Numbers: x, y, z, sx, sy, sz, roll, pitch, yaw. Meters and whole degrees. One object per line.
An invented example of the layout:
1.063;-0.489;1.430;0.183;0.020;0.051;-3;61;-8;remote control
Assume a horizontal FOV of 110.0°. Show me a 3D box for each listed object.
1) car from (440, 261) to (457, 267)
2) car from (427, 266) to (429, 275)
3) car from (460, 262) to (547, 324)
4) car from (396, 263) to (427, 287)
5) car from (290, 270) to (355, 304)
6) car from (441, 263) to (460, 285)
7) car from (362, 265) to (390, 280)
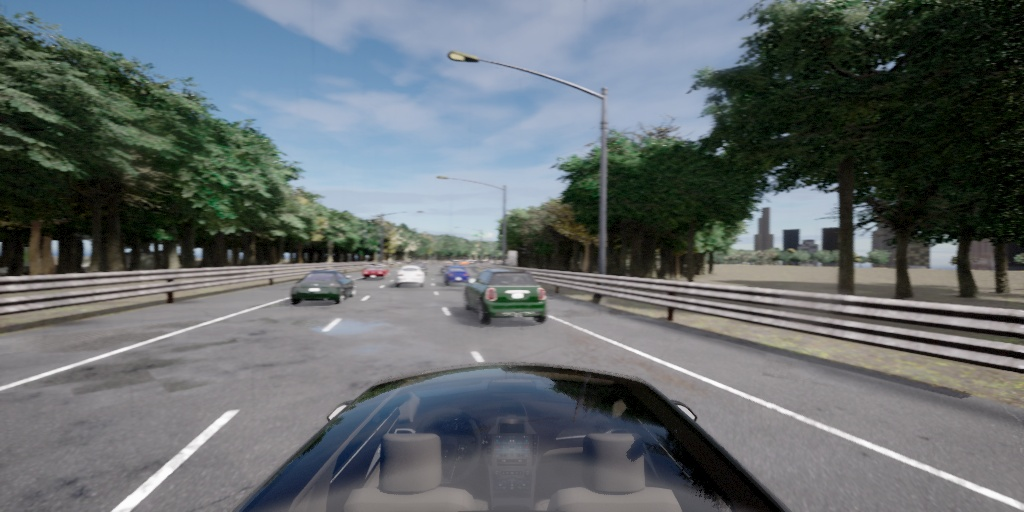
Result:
-8.055;1.627;45.522;2.128;1.511;4.902;1;-1;-11;car
-10.589;1.531;40.885;2.128;1.511;4.902;1;-1;-11;car
-0.404;1.230;12.775;2.097;1.767;4.553;1;-1;-16;car
-7.353;1.448;26.137;1.812;1.442;4.674;1;-1;-14;car
-8.543;1.351;16.507;1.994;1.385;4.181;1;-1;-15;car
-4.439;1.525;28.514;1.812;1.442;4.674;1;-1;-13;car
-12.696;1.521;33.767;1.895;1.301;4.718;1;-1;-12;car
